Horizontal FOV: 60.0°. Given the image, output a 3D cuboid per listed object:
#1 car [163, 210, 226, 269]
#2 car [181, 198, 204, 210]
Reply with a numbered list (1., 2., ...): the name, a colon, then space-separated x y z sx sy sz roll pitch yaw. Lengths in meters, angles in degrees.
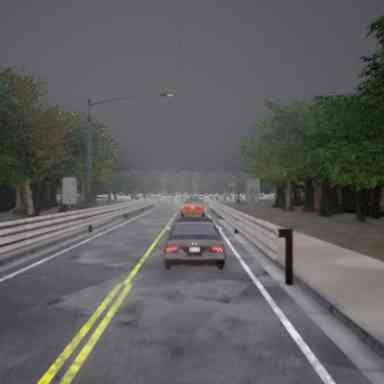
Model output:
1. car: 0.075 1.558 11.212 2.033 1.411 5.357 0 0 0
2. car: 0.068 1.379 31.115 2.097 1.767 4.553 0 0 0
